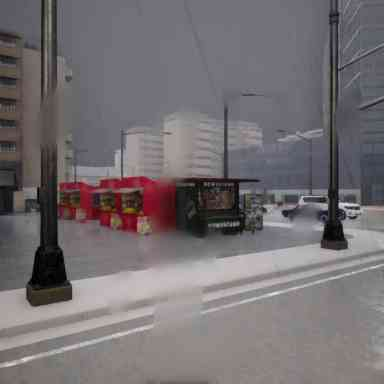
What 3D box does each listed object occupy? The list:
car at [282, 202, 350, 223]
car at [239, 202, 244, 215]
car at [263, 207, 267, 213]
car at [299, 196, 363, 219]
[{"bbox_3d":[9.676,1.707,26.696,1.895,1.301,4.718,0,-1,-37],"label":"car"},{"bbox_3d":[3.994,1.769,34.494,2.033,1.411,5.357,0,-1,-37],"label":"car"},{"bbox_3d":[5.984,1.789,37.717,2.033,1.411,5.357,0,-1,-36],"label":"car"},{"bbox_3d":[12.005,1.339,29.426,2.150,2.045,5.566,0,-1,-36],"label":"car"}]
